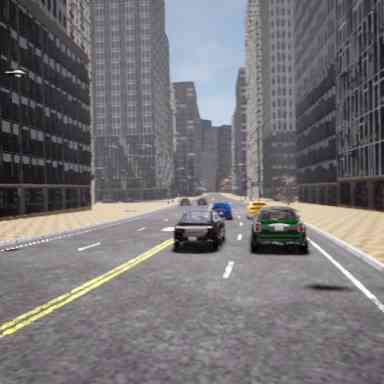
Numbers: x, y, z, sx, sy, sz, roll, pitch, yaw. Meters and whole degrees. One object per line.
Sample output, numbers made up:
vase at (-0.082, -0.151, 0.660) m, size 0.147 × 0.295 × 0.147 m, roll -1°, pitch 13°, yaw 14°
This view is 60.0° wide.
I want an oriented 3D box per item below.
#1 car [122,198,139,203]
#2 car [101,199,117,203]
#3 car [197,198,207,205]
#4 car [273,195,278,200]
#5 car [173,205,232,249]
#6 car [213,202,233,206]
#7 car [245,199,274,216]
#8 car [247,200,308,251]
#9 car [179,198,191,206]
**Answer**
car at (-15.959, 2.268, 86.594) m, size 4.313 × 1.339 × 1.947 m, roll -1°, pitch 0°, yaw 5°
car at (-21.620, 2.343, 87.122) m, size 4.206 × 1.307 × 1.802 m, roll -1°, pitch 0°, yaw 5°
car at (1.943, 1.837, 63.789) m, size 1.882 × 1.535 × 5.008 m, roll -1°, pitch 0°, yaw 5°
car at (22.832, 1.607, 83.366) m, size 5.009 × 1.841 × 2.192 m, roll -1°, pitch 0°, yaw 5°
car at (0.448, 1.585, 15.188) m, size 2.128 × 1.511 × 4.902 m, roll -1°, pitch 0°, yaw 10°
car at (2.681, 1.626, 30.325) m, size 1.882 × 1.535 × 5.008 m, roll -1°, pitch 0°, yaw 6°
car at (5.908, 1.565, 29.941) m, size 1.882 × 1.535 × 5.008 m, roll -1°, pitch 0°, yaw 6°
car at (3.603, 1.384, 14.385) m, size 2.097 × 1.767 × 4.553 m, roll -1°, pitch -1°, yaw 10°
car at (-1.297, 1.924, 64.028) m, size 1.837 × 1.490 × 4.892 m, roll -1°, pitch 0°, yaw 5°
